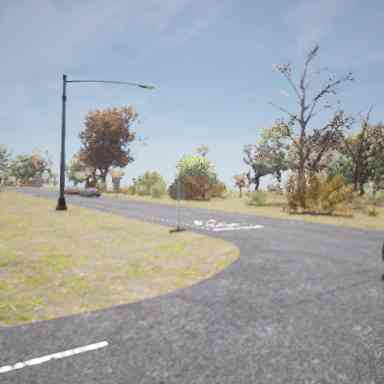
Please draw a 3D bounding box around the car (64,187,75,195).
[{"bbox_3d":[-20.546,-0.183,57.299,1.994,1.385,4.181,1,1,-34],"label":"car"}]

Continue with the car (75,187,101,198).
[{"bbox_3d":[-15.135,0.090,49.378,2.033,1.411,5.357,1,1,-34],"label":"car"}]

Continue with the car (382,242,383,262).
[{"bbox_3d":[7.287,1.121,8.693,5.566,2.045,2.150,1,1,-34],"label":"car"}]
